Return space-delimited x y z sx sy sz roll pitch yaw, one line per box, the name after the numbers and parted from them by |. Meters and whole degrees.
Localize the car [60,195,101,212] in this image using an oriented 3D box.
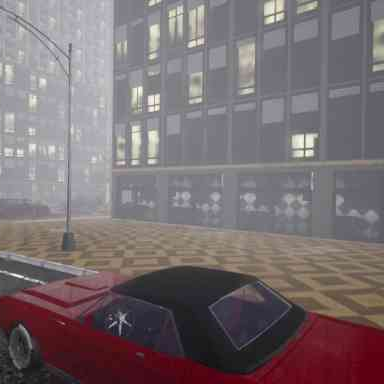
-14.086 1.424 42.723 2.150 2.045 5.566 1 0 37 | car

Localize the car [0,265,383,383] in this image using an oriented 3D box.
-0.351 1.600 3.939 4.718 1.301 1.895 0 0 36 | car

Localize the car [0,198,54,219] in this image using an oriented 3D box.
-15.766 1.517 30.760 2.192 1.841 5.009 1 0 37 | car

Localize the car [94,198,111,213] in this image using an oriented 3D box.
-8.949 1.828 39.957 1.752 1.417 4.829 1 0 37 | car

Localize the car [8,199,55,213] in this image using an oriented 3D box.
-19.244 1.641 40.143 1.752 1.417 4.829 1 0 37 | car
